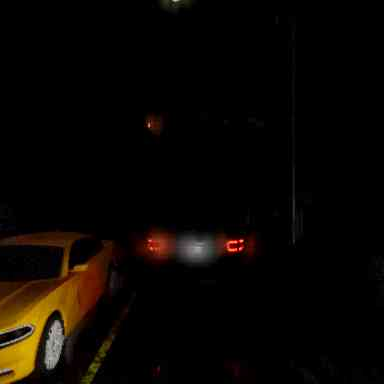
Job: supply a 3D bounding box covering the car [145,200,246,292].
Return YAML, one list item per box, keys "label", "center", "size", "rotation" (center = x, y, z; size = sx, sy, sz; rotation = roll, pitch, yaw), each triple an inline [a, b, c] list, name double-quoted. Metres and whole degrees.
- label: "car"
  center: [0.079, 1.222, 9.066]
  size: [2.150, 2.045, 5.566]
  rotation: [0, 0, 0]

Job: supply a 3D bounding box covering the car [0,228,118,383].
- label: "car"
  center: [-2.639, 1.478, 5.751]
  size: [1.882, 1.535, 5.008]
  rotation: [0, 0, 0]

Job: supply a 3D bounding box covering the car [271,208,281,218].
- label: "car"
  center: [9.050, 1.588, 27.687]
  size: [4.718, 1.301, 1.895]
  rotation: [0, 0, -10]
